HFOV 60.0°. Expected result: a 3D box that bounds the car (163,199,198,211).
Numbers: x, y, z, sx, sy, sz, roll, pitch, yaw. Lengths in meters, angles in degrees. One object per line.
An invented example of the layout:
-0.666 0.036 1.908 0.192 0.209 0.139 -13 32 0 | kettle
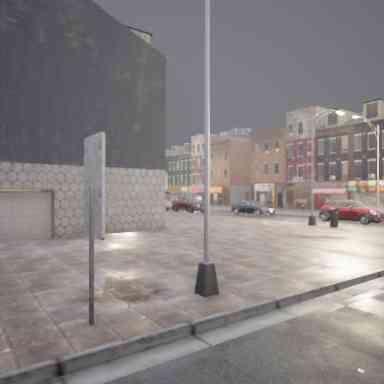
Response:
-1.615 1.670 43.409 2.033 1.411 5.357 0 0 -35 | car

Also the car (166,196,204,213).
-0.363 1.408 37.244 2.192 1.841 5.009 0 0 -35 | car

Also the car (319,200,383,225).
11.833 1.393 24.552 2.097 1.767 4.553 0 0 -36 | car

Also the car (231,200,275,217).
5.933 1.567 32.781 2.128 1.511 4.902 0 0 -35 | car
